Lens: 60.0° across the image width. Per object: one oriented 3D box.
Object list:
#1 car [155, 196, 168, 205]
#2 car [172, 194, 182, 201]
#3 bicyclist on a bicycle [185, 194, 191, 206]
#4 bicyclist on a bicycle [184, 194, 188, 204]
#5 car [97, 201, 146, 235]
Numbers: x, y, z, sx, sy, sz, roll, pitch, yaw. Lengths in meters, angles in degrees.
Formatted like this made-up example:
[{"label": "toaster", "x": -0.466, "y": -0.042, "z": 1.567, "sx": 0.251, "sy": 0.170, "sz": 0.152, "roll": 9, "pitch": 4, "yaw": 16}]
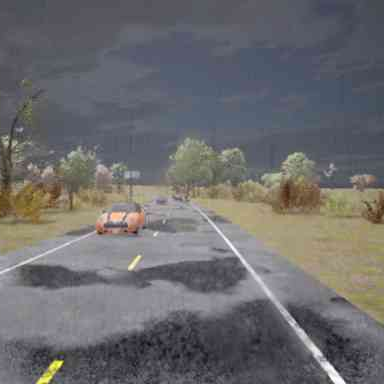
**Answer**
[{"label": "car", "x": -5.413, "y": 1.459, "z": 59.158, "sx": 1.837, "sy": 1.490, "sz": 4.892, "roll": 0, "pitch": 0, "yaw": -3}, {"label": "car", "x": -3.343, "y": 1.430, "z": 79.953, "sx": 1.812, "sy": 1.442, "sz": 4.674, "roll": 0, "pitch": 0, "yaw": -5}, {"label": "bicyclist on a bicycle", "x": -0.579, "y": 1.393, "z": 53.519, "sx": 0.866, "sy": 1.612, "sz": 1.509, "roll": 0, "pitch": 0, "yaw": -3}, {"label": "bicyclist on a bicycle", "x": -1.082, "y": 1.316, "z": 62.147, "sx": 0.659, "sy": 1.776, "sz": 1.843, "roll": 0, "pitch": 0, "yaw": -4}, {"label": "car", "x": -3.821, "y": 1.346, "z": 18.658, "sx": 2.097, "sy": 1.767, "sz": 4.553, "roll": 0, "pitch": 0, "yaw": -1}]
